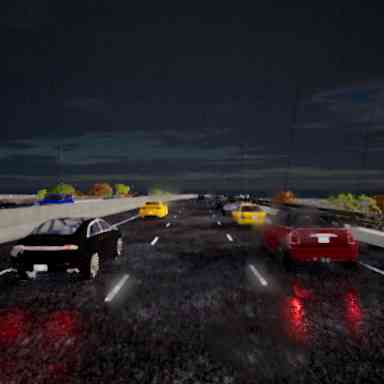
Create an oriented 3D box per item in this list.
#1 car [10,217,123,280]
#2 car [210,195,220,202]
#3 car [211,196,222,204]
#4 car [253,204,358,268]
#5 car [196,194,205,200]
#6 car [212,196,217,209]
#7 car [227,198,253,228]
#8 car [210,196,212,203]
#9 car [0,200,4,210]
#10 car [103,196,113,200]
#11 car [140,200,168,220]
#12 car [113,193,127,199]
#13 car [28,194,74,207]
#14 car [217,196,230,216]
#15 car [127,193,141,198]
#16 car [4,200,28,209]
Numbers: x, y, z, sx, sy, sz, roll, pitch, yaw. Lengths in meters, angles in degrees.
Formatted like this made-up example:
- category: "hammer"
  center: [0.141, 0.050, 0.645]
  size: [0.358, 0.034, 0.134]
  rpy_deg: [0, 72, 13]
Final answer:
- category: "car"
  center: [-3.363, 1.473, 9.839]
  size: [2.128, 1.511, 4.902]
  rpy_deg: [0, 0, 0]
- category: "car"
  center: [5.202, 1.546, 76.193]
  size: [2.163, 1.488, 4.792]
  rpy_deg: [0, 0, 3]
- category: "car"
  center: [4.750, 1.491, 65.249]
  size: [1.882, 1.535, 5.008]
  rpy_deg: [0, 0, 2]
- category: "car"
  center: [3.645, 1.333, 11.321]
  size: [2.097, 1.767, 4.553]
  rpy_deg: [0, 0, 0]
- category: "car"
  center: [2.141, 1.481, 86.077]
  size: [1.994, 1.385, 4.181]
  rpy_deg: [0, 0, 3]
- category: "car"
  center: [4.056, 1.477, 43.445]
  size: [2.163, 1.488, 4.792]
  rpy_deg: [0, 0, 1]
- category: "car"
  center: [3.640, 1.421, 21.763]
  size: [1.801, 1.575, 5.366]
  rpy_deg: [0, 0, 1]
- category: "car"
  center: [4.368, 1.495, 54.333]
  size: [1.837, 1.490, 4.892]
  rpy_deg: [0, 0, 2]
- category: "car"
  center: [-20.698, 1.520, 36.209]
  size: [1.994, 1.385, 4.181]
  rpy_deg: [0, 0, 1]
- category: "car"
  center: [-19.256, 1.553, 77.664]
  size: [1.895, 1.301, 4.718]
  rpy_deg: [0, 0, 2]
- category: "car"
  center: [-3.158, 1.437, 28.165]
  size: [1.882, 1.535, 5.008]
  rpy_deg: [0, 0, 1]
- category: "car"
  center: [-15.811, 1.149, 76.320]
  size: [2.150, 2.045, 5.566]
  rpy_deg: [0, 0, 2]
- category: "car"
  center: [-13.760, 1.178, 33.426]
  size: [2.150, 2.045, 5.566]
  rpy_deg: [0, 0, 1]
- category: "car"
  center: [3.812, 1.393, 32.496]
  size: [2.033, 1.649, 4.856]
  rpy_deg: [0, 0, 1]
- category: "car"
  center: [-12.409, 1.438, 74.001]
  size: [1.882, 1.535, 5.008]
  rpy_deg: [0, 0, 2]
- category: "car"
  center: [-17.224, 1.504, 35.388]
  size: [2.033, 1.411, 5.357]
  rpy_deg: [0, 0, 1]
